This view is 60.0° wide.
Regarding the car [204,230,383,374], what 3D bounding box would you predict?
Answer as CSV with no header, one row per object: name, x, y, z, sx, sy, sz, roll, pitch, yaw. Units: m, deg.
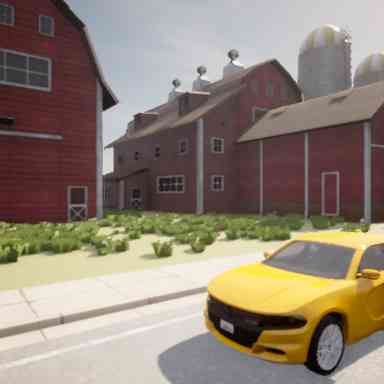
car,2.481,1.478,5.785,5.008,1.535,1.882,0,0,-36
